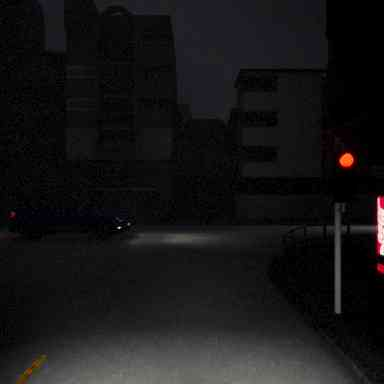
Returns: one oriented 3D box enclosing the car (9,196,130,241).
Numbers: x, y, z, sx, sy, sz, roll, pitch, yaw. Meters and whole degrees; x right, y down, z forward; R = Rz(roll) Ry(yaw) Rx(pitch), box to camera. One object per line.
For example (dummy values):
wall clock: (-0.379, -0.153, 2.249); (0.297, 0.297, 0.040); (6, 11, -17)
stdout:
car: (-5.882, 1.223, 16.280); (5.566, 2.045, 2.150); (0, 0, 0)
